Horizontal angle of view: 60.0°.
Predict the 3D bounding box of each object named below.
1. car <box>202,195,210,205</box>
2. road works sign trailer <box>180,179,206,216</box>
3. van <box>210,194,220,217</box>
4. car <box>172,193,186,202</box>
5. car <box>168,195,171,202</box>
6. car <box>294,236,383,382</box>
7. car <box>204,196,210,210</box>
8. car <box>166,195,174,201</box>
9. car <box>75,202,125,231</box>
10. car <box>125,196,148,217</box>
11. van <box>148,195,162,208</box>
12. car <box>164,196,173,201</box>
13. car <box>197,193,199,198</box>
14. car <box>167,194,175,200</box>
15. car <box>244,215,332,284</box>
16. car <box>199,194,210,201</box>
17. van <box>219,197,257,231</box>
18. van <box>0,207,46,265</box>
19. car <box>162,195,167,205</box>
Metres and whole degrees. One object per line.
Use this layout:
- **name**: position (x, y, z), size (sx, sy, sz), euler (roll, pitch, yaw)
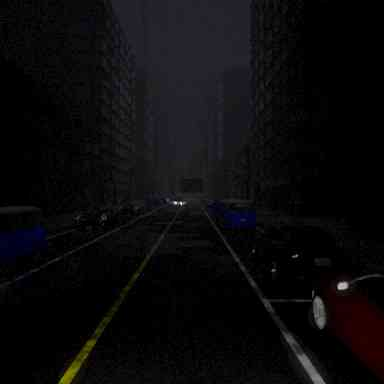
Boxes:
- **car**: position (2.856, 1.573, 53.367), size (1.802, 1.307, 4.206), euler (0, 0, 0)
- **road works sign trailer**: position (0.000, 0.459, 33.040), size (2.380, 3.560, 2.880), euler (0, 0, 0)
- **van**: position (2.856, 1.336, 31.362), size (1.690, 1.788, 3.998), euler (0, 0, 0)
- **car**: position (-3.000, 1.562, 76.710), size (1.895, 1.301, 4.718), euler (0, 0, 0)
- **car**: position (-5.669, 1.558, 64.370), size (1.947, 1.339, 4.313), euler (0, 0, 0)
- **car**: position (2.856, 1.544, 3.855), size (1.887, 1.381, 4.507), euler (0, 0, 0)
- **car**: position (2.856, 1.575, 42.365), size (1.802, 1.307, 4.206), euler (0, 0, 0)
- **car**: position (-5.670, 1.578, 86.375), size (1.802, 1.307, 4.206), euler (0, 0, 0)
- **car**: position (-5.670, 1.437, 20.359), size (1.967, 1.590, 4.097), euler (0, 0, 0)
- **car**: position (-5.669, 1.435, 31.362), size (1.967, 1.590, 4.097), euler (0, 0, 0)
- **van**: position (-5.670, 1.333, 47.867), size (1.690, 1.788, 3.998), euler (0, 0, 0)
- **car**: position (-5.670, 1.561, 80.874), size (1.947, 1.339, 4.313), euler (0, 0, 0)
- **car**: position (2.855, 1.545, 80.874), size (2.008, 1.369, 4.403), euler (0, 0, 0)
- **car**: position (-5.670, 1.438, 91.877), size (1.967, 1.590, 4.097), euler (0, 0, 0)
- **car**: position (2.856, 1.564, 9.356), size (1.947, 1.339, 4.313), euler (0, 0, 0)
- **car**: position (2.855, 1.306, 58.868), size (2.192, 1.841, 5.009), euler (0, 0, 0)
- **van**: position (2.856, 1.338, 20.359), size (1.690, 1.788, 3.998), euler (0, 0, 0)
- **van**: position (-5.670, 1.339, 9.356), size (1.690, 1.788, 3.998), euler (0, 0, 0)
- **car**: position (-5.670, 1.542, 53.367), size (2.008, 1.369, 4.403), euler (0, 0, 0)
